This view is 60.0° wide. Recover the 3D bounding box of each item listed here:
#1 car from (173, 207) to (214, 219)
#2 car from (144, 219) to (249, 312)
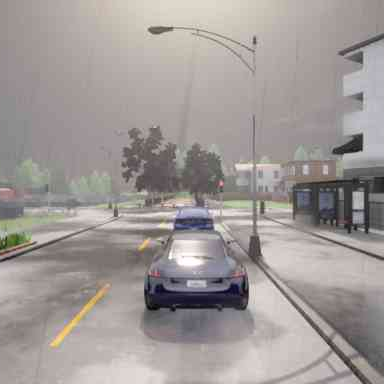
[{"bbox_3d":[0.079,1.476,16.769,1.882,1.535,5.008,0,0,0],"label":"car"},{"bbox_3d":[0.089,1.563,7.787,1.994,1.385,4.181,0,0,0],"label":"car"}]
